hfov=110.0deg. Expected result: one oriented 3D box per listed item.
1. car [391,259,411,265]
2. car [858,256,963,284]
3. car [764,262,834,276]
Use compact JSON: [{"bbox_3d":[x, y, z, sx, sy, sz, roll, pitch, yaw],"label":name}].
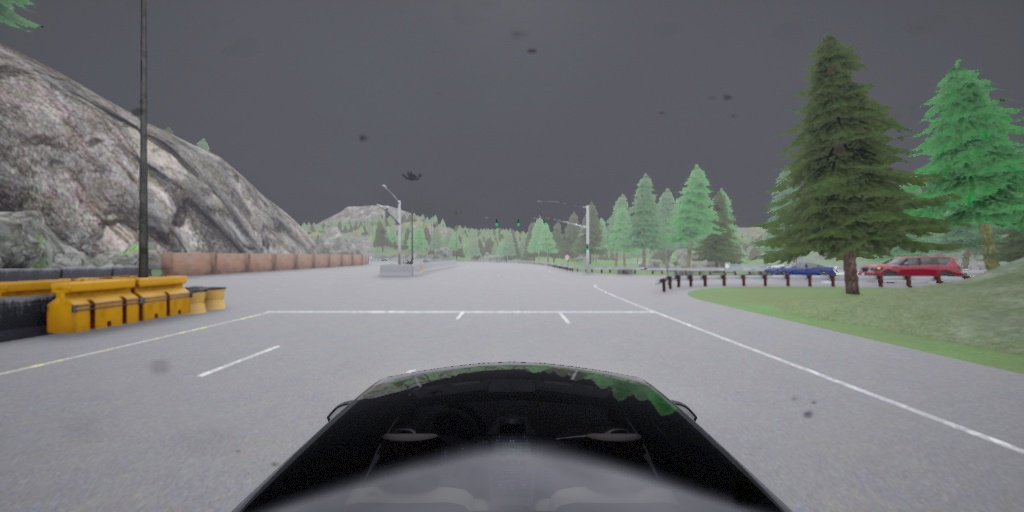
[{"bbox_3d":[-17.648,1.435,58.372,1.837,1.490,4.892,0,1,0],"label":"car"},{"bbox_3d":[29.986,1.038,27.161,5.566,2.045,2.150,0,0,15],"label":"car"},{"bbox_3d":[25.260,1.302,31.712,5.008,1.535,1.882,0,0,12],"label":"car"}]
